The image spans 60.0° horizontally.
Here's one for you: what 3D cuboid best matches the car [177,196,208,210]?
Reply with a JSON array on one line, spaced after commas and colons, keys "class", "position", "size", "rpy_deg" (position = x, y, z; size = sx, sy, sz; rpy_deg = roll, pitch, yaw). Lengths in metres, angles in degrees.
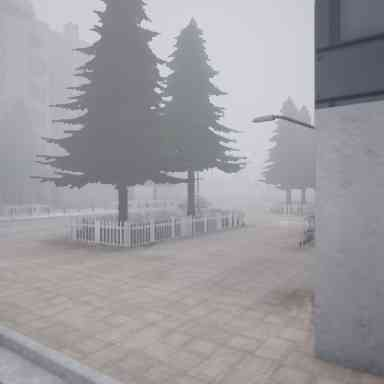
[{"class": "car", "position": [0.143, 1.300, 41.377], "size": [2.097, 1.767, 4.553], "rpy_deg": [0, 0, 34]}]
